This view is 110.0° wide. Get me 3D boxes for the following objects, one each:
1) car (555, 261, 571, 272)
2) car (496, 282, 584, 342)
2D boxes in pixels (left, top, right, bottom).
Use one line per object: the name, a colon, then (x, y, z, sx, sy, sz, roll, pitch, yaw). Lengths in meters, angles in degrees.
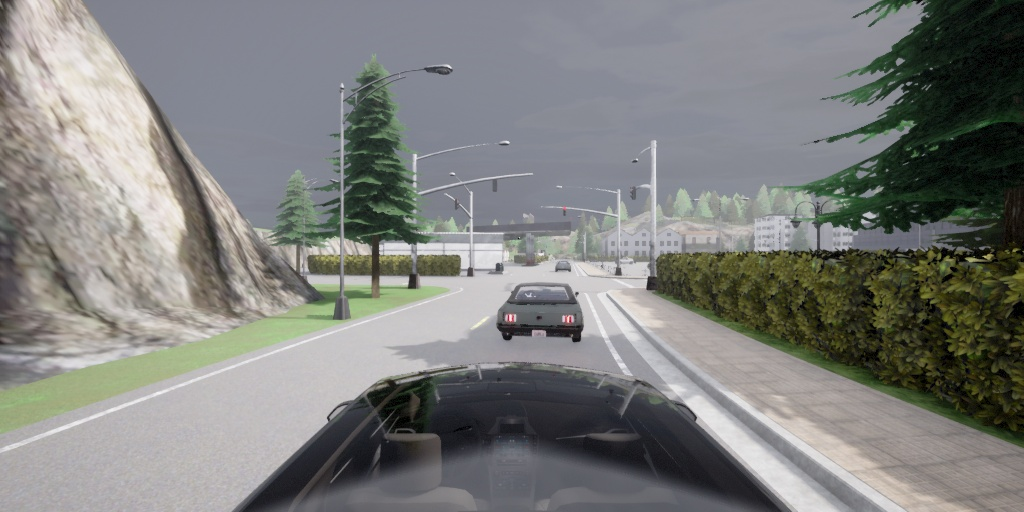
car: (6.546, 1.314, 45.790, 1.994, 1.385, 4.181, 0, 0, 9)
car: (0.881, 1.351, 9.770, 1.895, 1.301, 4.718, 0, 0, 8)
